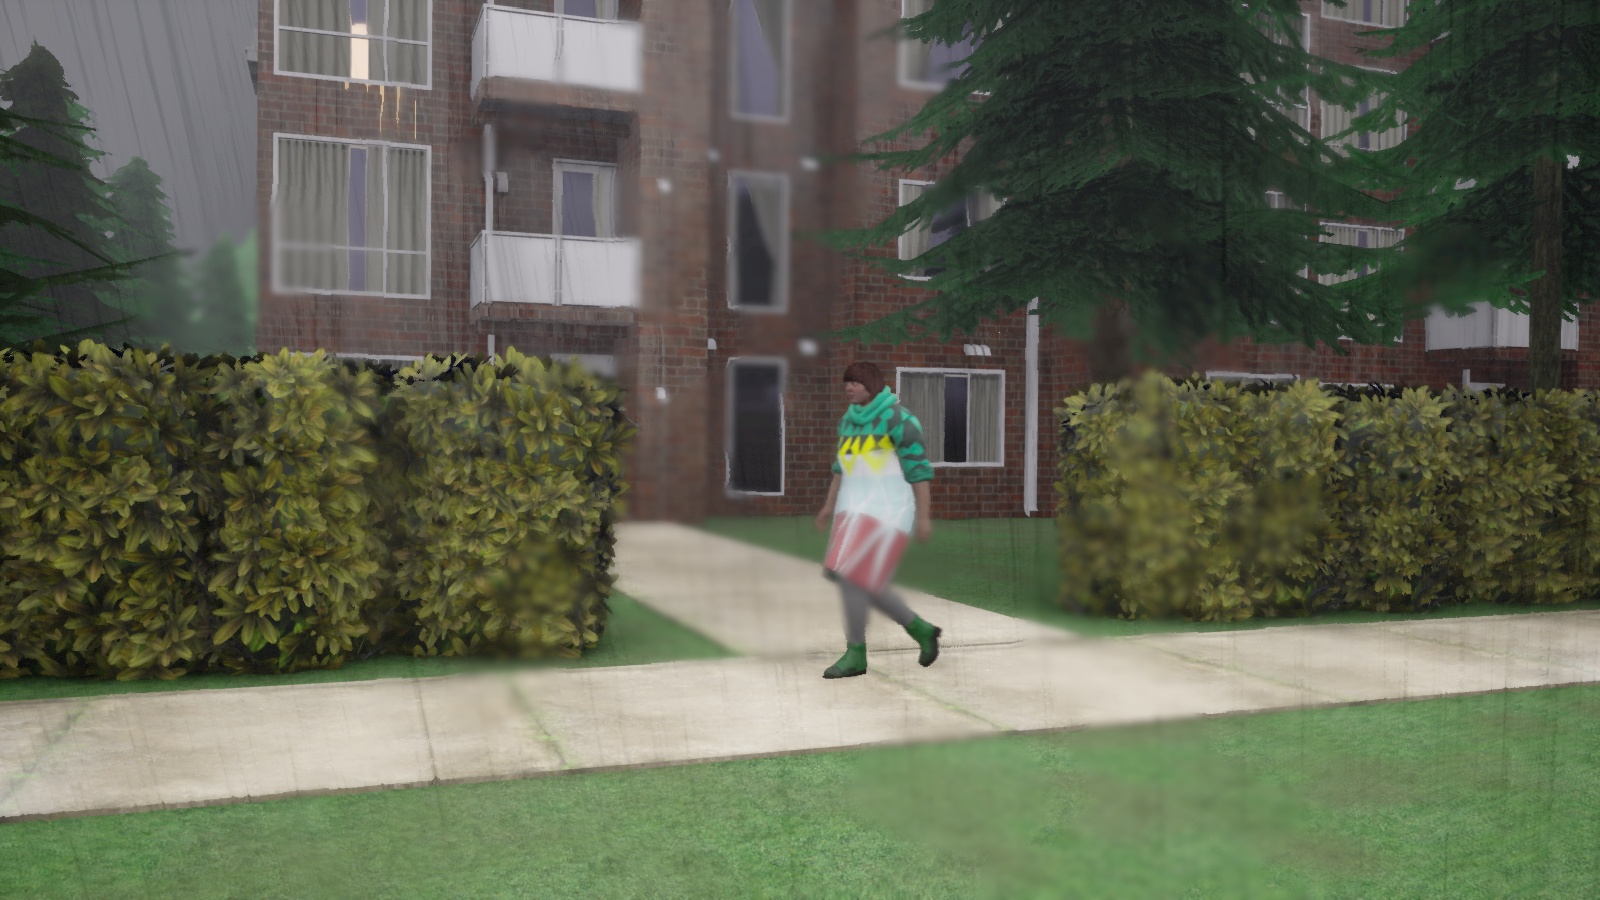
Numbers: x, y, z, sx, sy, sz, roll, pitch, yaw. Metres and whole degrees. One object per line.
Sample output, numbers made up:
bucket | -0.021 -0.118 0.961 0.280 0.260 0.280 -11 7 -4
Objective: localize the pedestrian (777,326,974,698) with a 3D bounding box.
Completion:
pedestrian | 0.419 0.317 7.082 0.873 1.952 0.659 -1 1 -27
